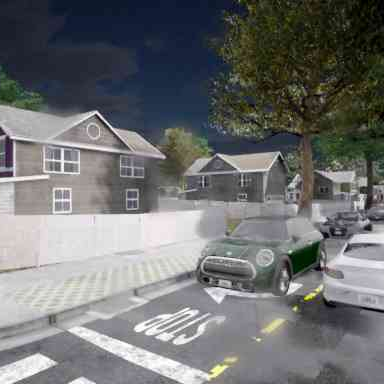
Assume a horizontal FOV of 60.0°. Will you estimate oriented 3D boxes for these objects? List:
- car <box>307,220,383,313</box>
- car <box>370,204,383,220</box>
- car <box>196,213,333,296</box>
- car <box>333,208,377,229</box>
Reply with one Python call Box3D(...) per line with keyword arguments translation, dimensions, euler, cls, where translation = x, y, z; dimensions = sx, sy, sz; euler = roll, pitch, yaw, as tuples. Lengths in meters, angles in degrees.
Box3D(translation=(4.210, 1.576, 7.220), dimensions=(1.812, 1.442, 4.674), euler=(-1, -1, 36), cls="car")
Box3D(translation=(15.526, 1.769, 27.316), dimensions=(1.837, 1.490, 4.892), euler=(-1, -1, 36), cls="car")
Box3D(translation=(2.072, 1.450, 9.155), dimensions=(2.097, 1.767, 4.553), euler=(-1, -1, 37), cls="car")
Box3D(translation=(7.980, 1.734, 17.129), dimensions=(1.994, 1.385, 4.181), euler=(-1, -1, 36), cls="car")
